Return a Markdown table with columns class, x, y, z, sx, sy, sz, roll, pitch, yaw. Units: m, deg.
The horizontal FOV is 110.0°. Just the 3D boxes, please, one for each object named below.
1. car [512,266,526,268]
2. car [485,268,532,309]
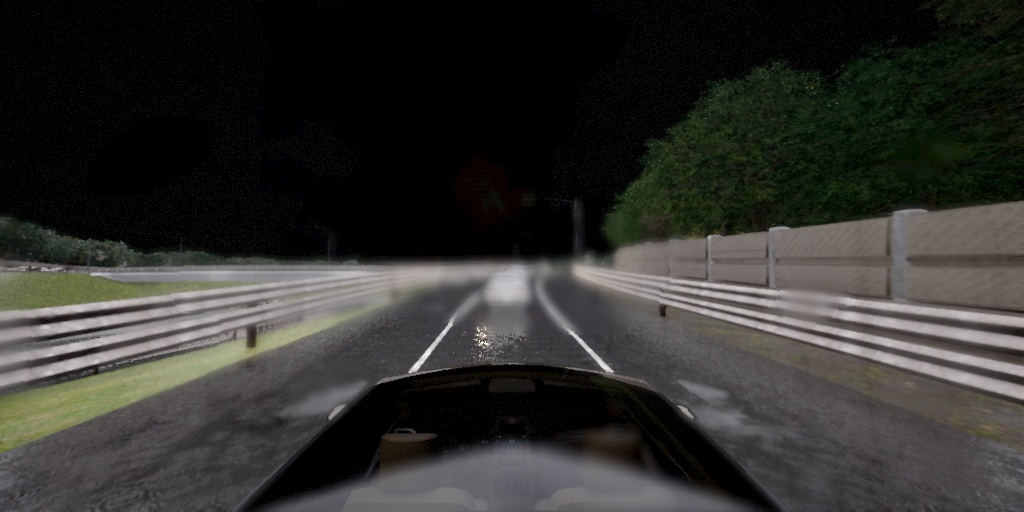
| class | x | y | z | sx | sy | sz | roll | pitch | yaw |
| --- | --- | --- | --- | --- | --- | --- | --- | --- | --- |
| car | 0.628 | 1.608 | 30.692 | 1.812 | 1.442 | 4.674 | 0 | 0 | 6 |
| car | -0.121 | 1.443 | 15.858 | 1.812 | 1.442 | 4.674 | 0 | 0 | 1 |
